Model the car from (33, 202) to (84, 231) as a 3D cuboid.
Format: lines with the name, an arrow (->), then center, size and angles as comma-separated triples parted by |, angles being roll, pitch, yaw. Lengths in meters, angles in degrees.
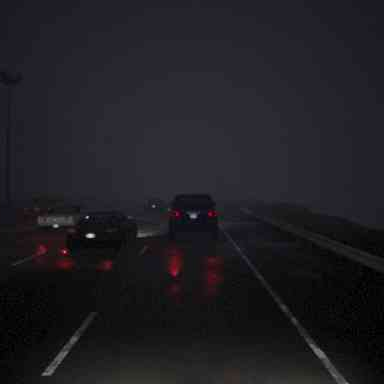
car -> -6.944, 1.418, 19.177 | 1.895, 1.301, 4.718 | 0, 1, 0

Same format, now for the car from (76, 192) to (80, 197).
car -> -24.664, 0.709, 68.175 | 2.097, 1.767, 4.553 | 0, 1, 0

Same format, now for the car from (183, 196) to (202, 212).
car -> 0.018, 1.168, 34.883 | 1.837, 1.490, 4.892 | 0, 1, 0

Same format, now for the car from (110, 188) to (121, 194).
car -> -21.177, -0.040, 92.350 | 2.150, 2.045, 5.566 | 0, 1, 1

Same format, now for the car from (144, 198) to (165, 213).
car -> -3.476, 1.255, 32.164 | 1.994, 1.385, 4.181 | 0, 1, 0

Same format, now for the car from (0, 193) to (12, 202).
car -> -31.659, 0.988, 54.797 | 1.837, 1.490, 4.892 | 0, 1, 0

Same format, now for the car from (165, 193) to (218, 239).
car -> 0.073, 1.063, 16.338 | 2.150, 2.045, 5.566 | 0, 1, 0

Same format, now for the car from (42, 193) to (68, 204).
car -> -21.182, 0.989, 51.603 | 1.882, 1.535, 5.008 | 0, 1, 0

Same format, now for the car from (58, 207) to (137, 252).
car -> -3.436, 1.437, 13.267 | 1.994, 1.385, 4.181 | 0, 1, 0

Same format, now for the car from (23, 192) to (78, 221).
car -> -10.458, 1.119, 24.530 | 2.097, 1.767, 4.553 | 0, 1, 0

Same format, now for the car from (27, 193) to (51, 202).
car -> -28.156, 0.930, 61.500 | 2.128, 1.511, 4.902 | 0, 1, 0
